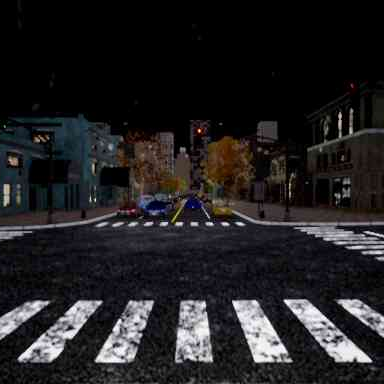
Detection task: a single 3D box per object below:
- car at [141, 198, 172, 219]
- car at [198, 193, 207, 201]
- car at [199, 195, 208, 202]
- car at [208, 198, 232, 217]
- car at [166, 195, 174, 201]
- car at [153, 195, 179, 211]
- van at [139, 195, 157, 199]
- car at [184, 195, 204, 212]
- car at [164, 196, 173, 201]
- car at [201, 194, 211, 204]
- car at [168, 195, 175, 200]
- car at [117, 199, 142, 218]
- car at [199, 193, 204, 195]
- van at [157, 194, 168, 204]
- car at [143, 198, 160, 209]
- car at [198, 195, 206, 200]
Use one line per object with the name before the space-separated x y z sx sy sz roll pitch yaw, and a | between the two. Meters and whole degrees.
car | -3.110 1.522 29.706 1.812 1.442 4.674 0 0 0
car | 2.705 1.302 85.913 2.192 1.841 5.009 -1 0 0
car | 2.706 1.533 80.367 1.887 1.381 4.507 -1 0 0
car | 2.695 1.522 30.620 1.752 1.417 4.829 -1 0 0
car | -5.674 1.531 85.915 1.887 1.381 4.507 0 0 0
car | -3.091 1.486 39.896 2.128 1.511 4.902 0 0 0
van | -5.685 1.336 41.544 1.690 1.788 3.998 0 0 0
car | 0.110 1.473 38.672 1.882 1.535 5.008 0 0 0
car | -5.675 1.554 80.368 1.947 1.339 4.313 0 0 0
car | 2.701 1.543 58.182 2.008 1.369 4.403 -1 0 0
car | -5.673 1.567 91.461 1.802 1.307 4.206 0 0 0
car | -5.685 1.578 30.452 1.802 1.307 4.206 0 0 0
car | 2.705 1.555 74.820 1.947 1.339 4.313 -1 0 0
van | -5.680 1.332 63.730 1.690 1.788 3.998 0 0 0
car | -5.682 1.539 47.091 1.887 1.381 4.507 0 0 0
car | 2.708 1.530 91.459 1.887 1.381 4.507 -1 0 0
